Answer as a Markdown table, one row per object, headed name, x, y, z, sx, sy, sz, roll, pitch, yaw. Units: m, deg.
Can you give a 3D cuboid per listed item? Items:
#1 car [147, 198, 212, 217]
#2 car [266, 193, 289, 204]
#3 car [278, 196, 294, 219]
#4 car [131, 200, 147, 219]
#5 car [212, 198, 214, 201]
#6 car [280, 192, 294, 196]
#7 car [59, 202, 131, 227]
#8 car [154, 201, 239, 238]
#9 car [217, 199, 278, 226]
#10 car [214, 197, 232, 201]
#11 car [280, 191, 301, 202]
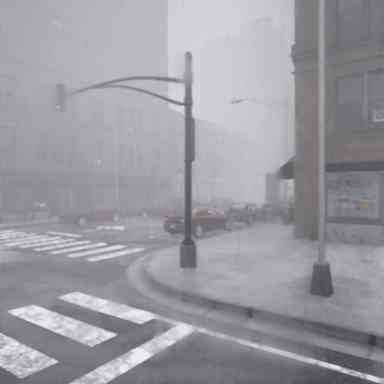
| name | x | y | z | sx | sy | sz | roll | pitch | yaw |
| --- | --- | --- | --- | --- | --- | --- | --- | --- | --- |
| car | -0.838 | 1.245 | 25.447 | 1.882 | 1.535 | 5.008 | 0 | 1 | 35 |
| car | 12.615 | 0.925 | 48.907 | 1.887 | 1.381 | 4.507 | 1 | 1 | 35 |
| car | 6.786 | 1.272 | 26.027 | 1.947 | 1.339 | 4.313 | 1 | 1 | 35 |
| car | -3.352 | 1.317 | 26.489 | 1.887 | 1.381 | 4.507 | 1 | 1 | 35 |
| car | -0.158 | 1.238 | 30.973 | 1.887 | 1.381 | 4.507 | 1 | 1 | 35 |
| car | 9.980 | 1.068 | 30.509 | 1.967 | 1.590 | 4.097 | 1 | 1 | 35 |
| car | -6.545 | 1.397 | 22.005 | 1.887 | 1.381 | 4.507 | 1 | 1 | 35 |
| car | 0.399 | 1.410 | 17.059 | 1.887 | 1.381 | 4.507 | 1 | 1 | 35 |
| car | 3.592 | 1.337 | 21.543 | 2.008 | 1.369 | 4.403 | 1 | 1 | 35 |
| car | 3.035 | 1.180 | 35.456 | 1.947 | 1.339 | 4.313 | 1 | 1 | 35 |
| car | 15.809 | 0.743 | 53.388 | 1.967 | 1.590 | 4.097 | 1 | 1 | 35 |
